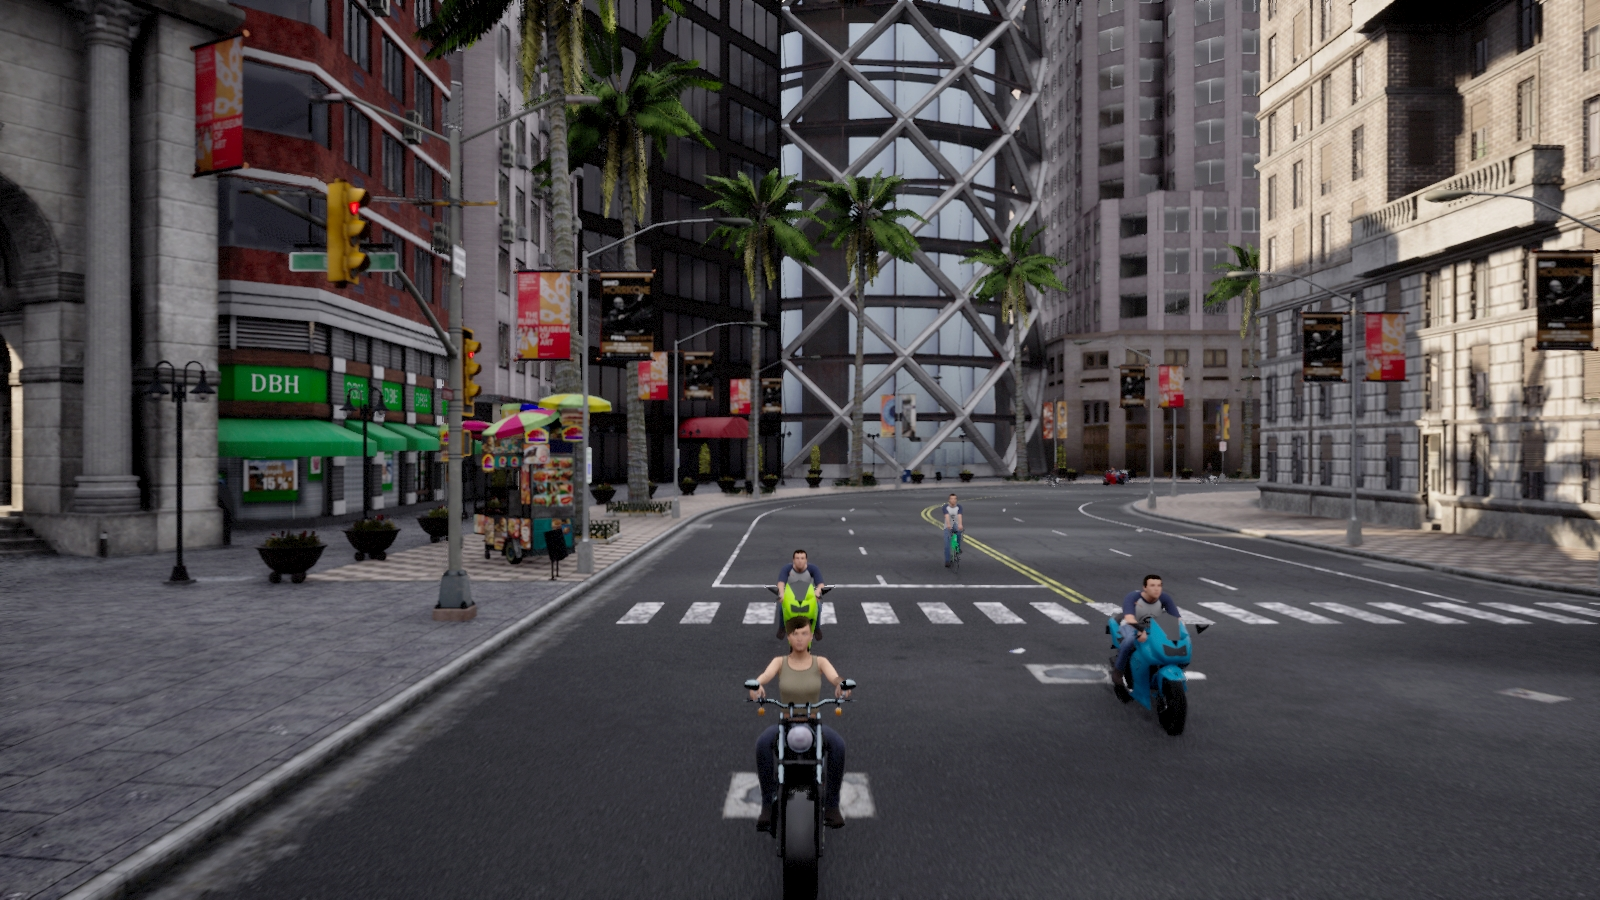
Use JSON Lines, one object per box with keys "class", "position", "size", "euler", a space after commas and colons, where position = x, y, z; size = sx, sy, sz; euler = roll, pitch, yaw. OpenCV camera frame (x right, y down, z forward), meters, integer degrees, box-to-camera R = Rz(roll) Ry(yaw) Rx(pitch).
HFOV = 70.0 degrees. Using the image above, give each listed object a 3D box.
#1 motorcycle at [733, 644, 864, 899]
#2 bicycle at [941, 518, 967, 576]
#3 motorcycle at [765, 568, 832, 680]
{"class": "motorcycle", "position": [-0.009, 2.170, 7.835], "size": [0.764, 1.277, 2.356], "euler": [0, 0, 0]}
{"class": "bicycle", "position": [3.525, 2.206, 26.242], "size": [0.373, 1.196, 1.643], "euler": [0, 0, 0]}
{"class": "motorcycle", "position": [-0.019, 2.213, 14.839], "size": [0.803, 1.145, 2.033], "euler": [0, 0, 0]}
